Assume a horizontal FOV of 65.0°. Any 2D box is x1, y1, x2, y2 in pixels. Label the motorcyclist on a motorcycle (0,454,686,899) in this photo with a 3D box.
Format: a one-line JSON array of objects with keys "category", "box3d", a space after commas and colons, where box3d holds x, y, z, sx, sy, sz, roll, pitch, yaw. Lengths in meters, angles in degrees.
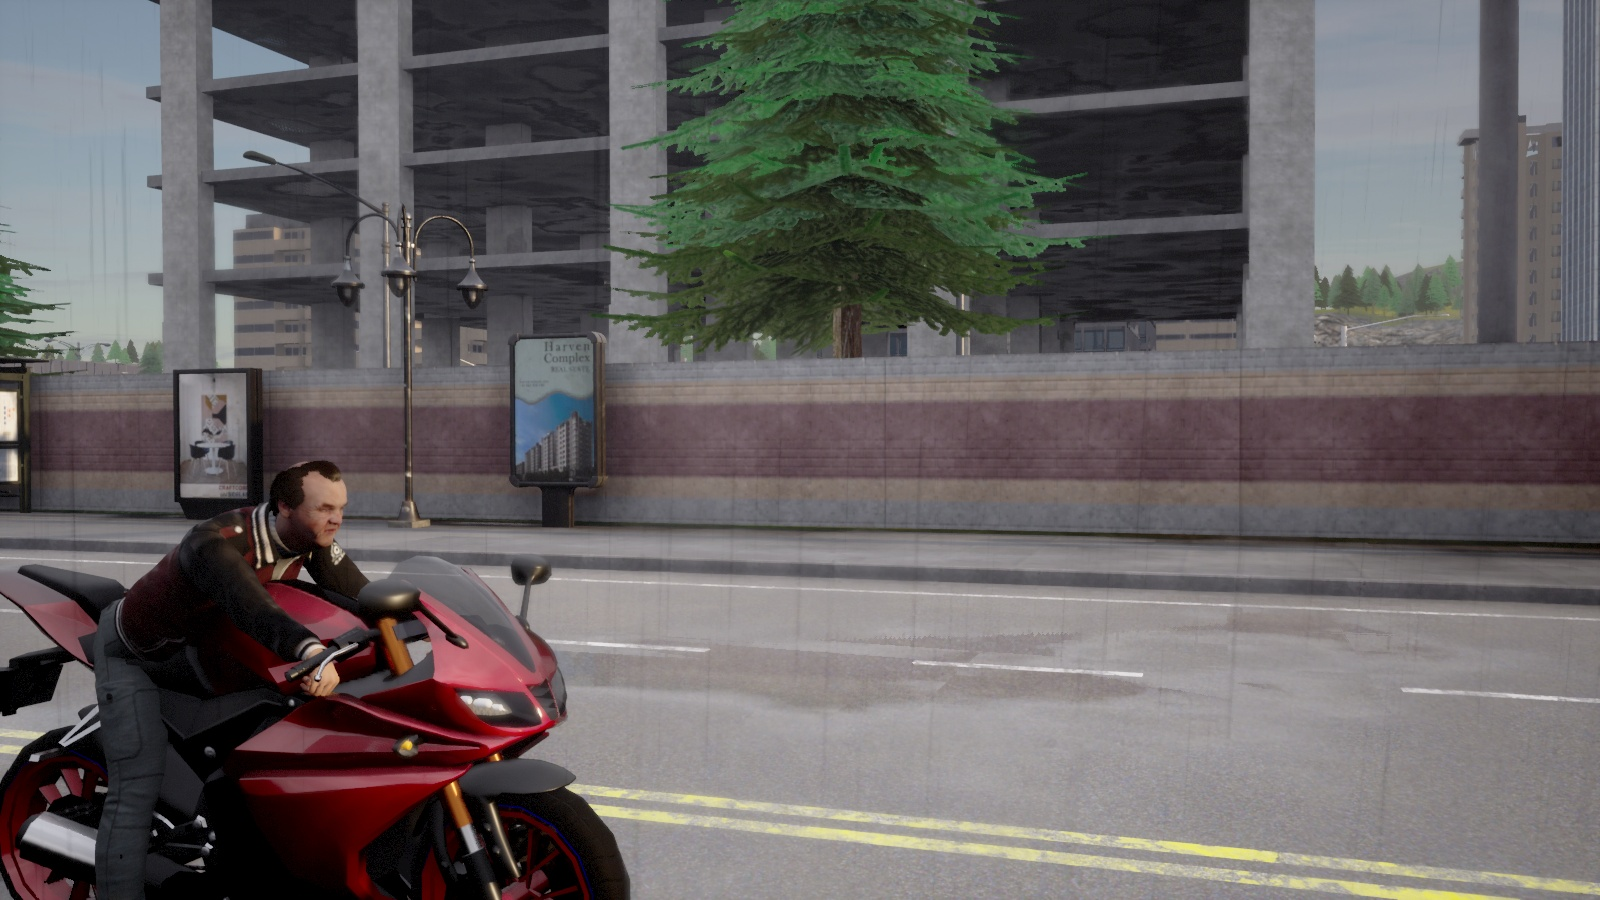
[{"category": "motorcyclist on a motorcycle", "box3d": [-1.520, 0.797, 3.704, 2.191, 1.530, 0.866, 1, 1, 19]}]
